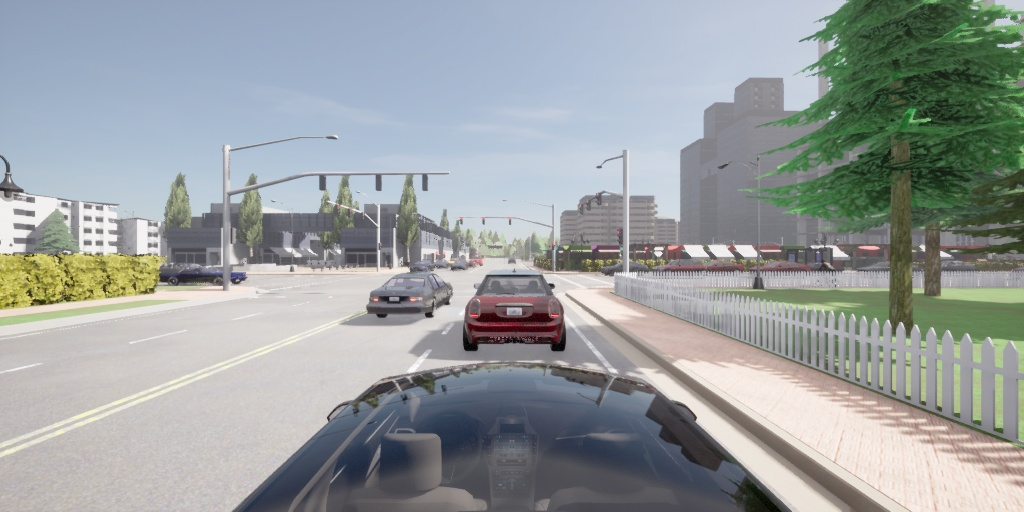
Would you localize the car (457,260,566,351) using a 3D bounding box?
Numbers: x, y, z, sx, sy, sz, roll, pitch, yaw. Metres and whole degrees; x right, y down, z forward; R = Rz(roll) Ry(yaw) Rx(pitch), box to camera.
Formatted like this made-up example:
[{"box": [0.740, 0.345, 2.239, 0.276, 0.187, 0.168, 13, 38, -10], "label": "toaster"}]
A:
[{"box": [0.064, 1.102, 9.128, 2.097, 1.767, 4.553, 0, 0, 0], "label": "car"}]

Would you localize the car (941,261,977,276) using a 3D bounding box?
[{"box": [44.125, 1.242, 36.545, 4.902, 1.511, 2.128, 0, 0, -1], "label": "car"}]

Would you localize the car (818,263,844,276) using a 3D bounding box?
[{"box": [30.454, 1.351, 36.261, 4.718, 1.301, 1.895, 0, 0, -1], "label": "car"}]

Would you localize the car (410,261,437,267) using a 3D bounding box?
[{"box": [-10.855, 1.313, 43.188, 1.994, 1.385, 4.181, 0, 0, 4], "label": "car"}]

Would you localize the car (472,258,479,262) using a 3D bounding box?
[{"box": [-7.085, 1.351, 59.461, 1.895, 1.301, 4.718, 0, 0, 0], "label": "car"}]

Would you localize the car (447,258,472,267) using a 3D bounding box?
[{"box": [-7.096, 1.298, 48.919, 2.033, 1.411, 5.357, 0, 0, 0], "label": "car"}]

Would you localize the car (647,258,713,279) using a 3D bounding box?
[{"box": [15.079, 1.102, 32.376, 4.553, 1.767, 2.097, 0, 0, -1], "label": "car"}]

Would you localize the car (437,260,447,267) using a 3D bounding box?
[{"box": [-10.595, 1.298, 54.180, 2.033, 1.411, 5.357, 0, 0, 0], "label": "car"}]

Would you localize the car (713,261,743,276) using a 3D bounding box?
[{"box": [20.555, 1.228, 36.017, 5.008, 1.535, 1.882, 0, 0, -1], "label": "car"}]

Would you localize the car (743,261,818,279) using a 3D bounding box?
[{"box": [24.292, 1.228, 32.606, 5.008, 1.535, 1.882, 0, 0, -1], "label": "car"}]

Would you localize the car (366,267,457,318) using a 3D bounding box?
[{"box": [-3.418, 1.297, 12.963, 2.033, 1.411, 5.357, 0, 0, 0], "label": "car"}]

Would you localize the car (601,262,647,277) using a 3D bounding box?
[{"box": [11.231, 1.276, 35.763, 4.674, 1.442, 1.812, 0, 0, -1], "label": "car"}]

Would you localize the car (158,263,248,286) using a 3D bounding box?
[{"box": [-20.881, 1.351, 24.378, 4.718, 1.301, 1.895, 0, 0, -1], "label": "car"}]

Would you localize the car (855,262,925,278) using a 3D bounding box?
[{"box": [34.351, 1.253, 32.849, 4.892, 1.490, 1.837, 0, 0, -1], "label": "car"}]

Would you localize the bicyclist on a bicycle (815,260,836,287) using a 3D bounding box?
[{"box": [18.791, 1.052, 21.483, 0.582, 1.620, 1.656, 0, 0, -1], "label": "bicyclist on a bicycle"}]

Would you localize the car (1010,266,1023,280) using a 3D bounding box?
[{"box": [43.879, 1.314, 29.433, 4.181, 1.385, 1.994, 0, 0, -3], "label": "car"}]

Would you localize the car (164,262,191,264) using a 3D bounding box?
[{"box": [-25.390, 1.242, 27.774, 4.902, 1.511, 2.128, 0, 0, -2], "label": "car"}]
